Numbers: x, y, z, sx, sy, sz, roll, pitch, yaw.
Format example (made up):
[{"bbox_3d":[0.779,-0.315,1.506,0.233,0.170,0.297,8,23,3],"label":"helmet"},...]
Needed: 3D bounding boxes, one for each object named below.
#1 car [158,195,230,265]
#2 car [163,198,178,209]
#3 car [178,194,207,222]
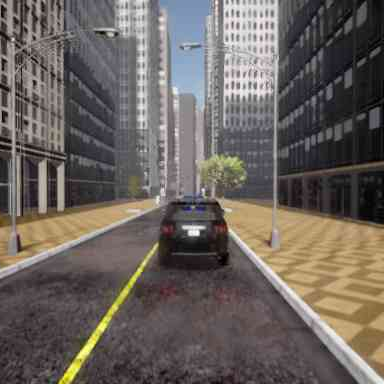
[{"bbox_3d":[0.063,1.223,11.895,2.150,2.045,5.566,0,0,0],"label":"car"},{"bbox_3d":[-3.076,1.547,47.498,1.812,1.442,4.674,0,0,0],"label":"car"},{"bbox_3d":[0.070,1.229,27.616,2.150,2.045,5.566,0,0,0],"label":"car"}]
